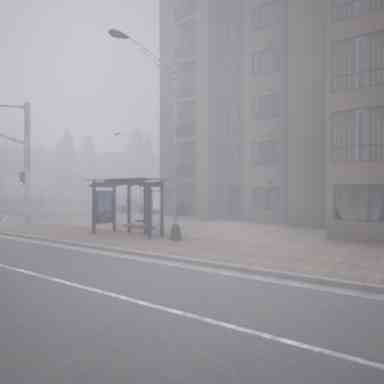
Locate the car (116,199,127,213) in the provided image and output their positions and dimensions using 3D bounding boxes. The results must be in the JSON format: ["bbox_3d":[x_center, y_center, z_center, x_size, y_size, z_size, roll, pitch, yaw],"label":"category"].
[{"bbox_3d":[-7.077,1.450,36.641,1.812,1.442,4.674,0,0,37],"label":"car"}]
